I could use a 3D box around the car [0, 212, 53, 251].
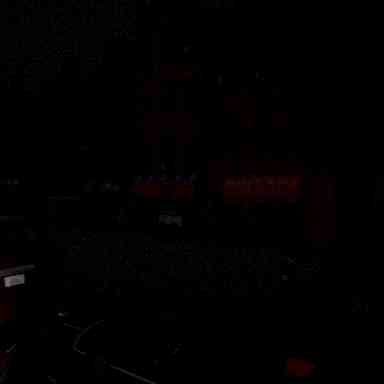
[{"bbox_3d":[-4.355,1.275,5.932,5.009,1.841,2.192,0,0,36],"label":"car"}]

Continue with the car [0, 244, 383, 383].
[{"bbox_3d":[0.154,1.433,2.712,4.097,1.590,1.967,0,0,36],"label":"car"}]
